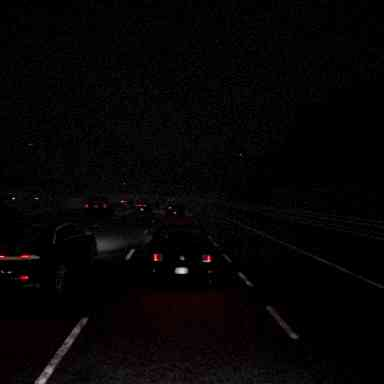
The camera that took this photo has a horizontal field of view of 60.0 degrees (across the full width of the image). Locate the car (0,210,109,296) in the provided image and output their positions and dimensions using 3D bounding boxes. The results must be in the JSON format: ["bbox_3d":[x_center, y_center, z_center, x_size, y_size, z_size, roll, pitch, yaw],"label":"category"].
[{"bbox_3d":[-3.756,1.423,8.417,2.128,1.511,4.902,2,0,-3],"label":"car"}]

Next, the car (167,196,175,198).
[{"bbox_3d":[-3.202,1.950,58.915,1.882,1.535,5.008,2,-1,-3],"label":"car"}]

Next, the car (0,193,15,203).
[{"bbox_3d":[-30.953,0.978,53.809,2.128,1.511,4.902,2,-1,-3],"label":"car"}]

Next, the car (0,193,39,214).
[{"bbox_3d":[-7.397,1.047,10.957,2.150,2.045,5.566,2,0,-3],"label":"car"}]

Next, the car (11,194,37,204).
[{"bbox_3d":[-27.493,1.082,54.613,1.882,1.535,5.008,2,-1,-3],"label":"car"}]

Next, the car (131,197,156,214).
[{"bbox_3d":[-5.487,1.648,38.048,1.837,1.490,4.892,2,-1,-3],"label":"car"}]

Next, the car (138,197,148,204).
[{"bbox_3d":[-11.188,1.928,75.581,1.812,1.442,4.674,2,-1,-3],"label":"car"}]

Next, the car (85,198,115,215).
[{"bbox_3d":[-8.602,1.319,31.499,2.097,1.767,4.553,2,-1,-3],"label":"car"}]

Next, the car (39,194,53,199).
[{"bbox_3d":[-24.010,1.075,54.991,2.097,1.767,4.553,2,-1,-3],"label":"car"}]

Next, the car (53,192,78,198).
[{"bbox_3d":[-20.507,1.076,55.012,2.150,2.045,5.566,2,-1,-3],"label":"car"}]

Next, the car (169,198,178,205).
[{"bbox_3d":[-4.204,2.169,75.986,1.812,1.442,4.674,2,-1,-3],"label":"car"}]

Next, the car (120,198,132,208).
[{"bbox_3d":[-9.714,1.635,50.420,2.128,1.511,4.902,2,-1,-3],"label":"car"}]

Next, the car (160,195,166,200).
[{"bbox_3d":[-7.696,2.064,75.781,2.033,1.411,5.357,2,-1,-3],"label":"car"}]

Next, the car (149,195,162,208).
[{"bbox_3d":[-6.484,1.791,55.120,1.882,1.535,5.008,2,-1,-3],"label":"car"}]

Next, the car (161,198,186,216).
[{"bbox_3d":[-1.678,1.708,32.865,2.128,1.511,4.902,2,-1,-3],"label":"car"}]

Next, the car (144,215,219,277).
[{"bbox_3d":[-0.372,1.663,10.423,1.895,1.301,4.718,2,0,-3],"label":"car"}]
